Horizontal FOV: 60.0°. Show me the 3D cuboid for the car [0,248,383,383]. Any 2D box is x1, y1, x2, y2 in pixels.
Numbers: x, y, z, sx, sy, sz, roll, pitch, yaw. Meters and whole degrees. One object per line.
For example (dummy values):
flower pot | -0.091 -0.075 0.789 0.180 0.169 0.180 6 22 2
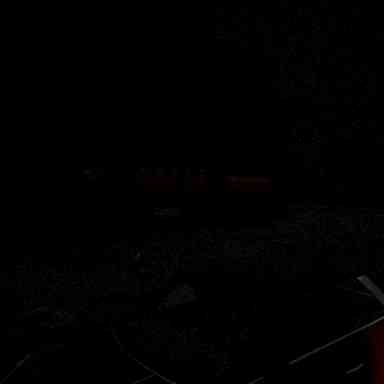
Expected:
car | 0.353 1.444 3.052 4.097 1.590 1.967 0 0 -36
